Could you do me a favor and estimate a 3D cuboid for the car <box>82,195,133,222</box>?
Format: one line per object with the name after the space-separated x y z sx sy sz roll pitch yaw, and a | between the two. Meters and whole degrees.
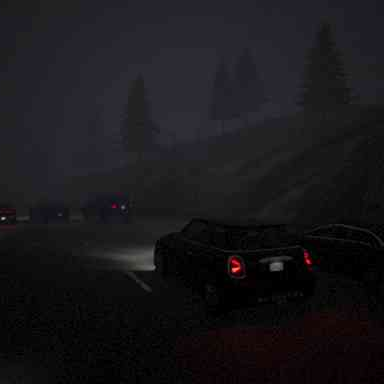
-6.767 1.216 26.373 2.150 2.045 5.566 0 0 -40 | car

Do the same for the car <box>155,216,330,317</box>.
0.655 1.351 7.884 2.097 1.767 4.553 0 0 -24 | car

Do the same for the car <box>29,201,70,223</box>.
-11.245 1.472 26.073 1.882 1.535 5.008 0 0 -41 | car

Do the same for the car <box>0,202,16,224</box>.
-14.204 1.500 24.109 1.837 1.490 4.892 0 0 -42 | car

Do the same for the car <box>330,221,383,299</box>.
4.166 1.491 8.623 2.128 1.511 4.902 0 0 -23 | car
